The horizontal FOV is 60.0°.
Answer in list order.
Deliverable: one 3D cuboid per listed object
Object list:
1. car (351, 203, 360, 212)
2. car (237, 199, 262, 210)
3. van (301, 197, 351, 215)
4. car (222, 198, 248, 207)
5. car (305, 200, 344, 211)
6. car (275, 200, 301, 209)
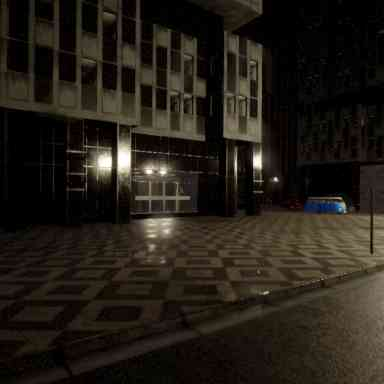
[{"bbox_3d":[20.622,1.725,39.068,1.947,1.339,4.313,0,0,-36],"label":"car"},{"bbox_3d":[7.124,1.706,43.301,1.887,1.381,4.507,0,0,-36],"label":"car"},{"bbox_3d":[13.690,1.425,34.108,1.690,1.788,3.998,0,0,-36],"label":"van"},{"bbox_3d":[7.391,1.839,57.594,1.752,1.417,4.829,0,0,-36],"label":"car"},{"bbox_3d":[17.339,1.749,43.665,2.008,1.369,4.403,0,0,-36],"label":"car"},{"bbox_3d":[14.056,1.818,48.262,1.802,1.307,4.206,0,0,-36],"label":"car"}]
